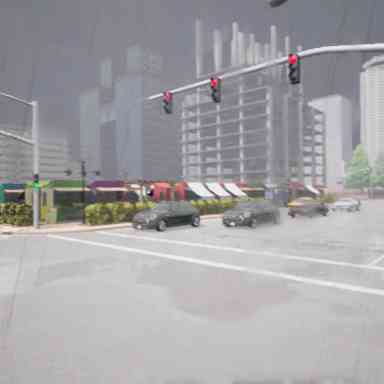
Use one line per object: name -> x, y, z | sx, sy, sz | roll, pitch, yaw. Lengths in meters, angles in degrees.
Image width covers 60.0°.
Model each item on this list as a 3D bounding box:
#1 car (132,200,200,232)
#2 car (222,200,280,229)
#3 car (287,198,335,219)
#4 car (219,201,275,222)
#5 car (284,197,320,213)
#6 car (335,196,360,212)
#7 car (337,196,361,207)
car -> -1.558, 1.411, 20.845 | 2.097, 1.767, 4.553 | -1, 0, 42
car -> 3.922, 1.336, 21.749 | 2.097, 1.767, 4.553 | -1, 0, 42
car -> 10.205, 1.457, 28.842 | 2.033, 1.411, 5.357 | -1, 0, 42
car -> 4.724, 1.532, 27.931 | 2.033, 1.411, 5.357 | -1, 0, 41
car -> 12.099, 1.375, 36.250 | 1.882, 1.535, 5.008 | -1, 0, 42
car -> 16.688, 1.359, 36.138 | 1.812, 1.442, 4.674 | -1, 0, 42
car -> 22.793, 1.337, 48.191 | 1.994, 1.385, 4.181 | -1, 0, 42
